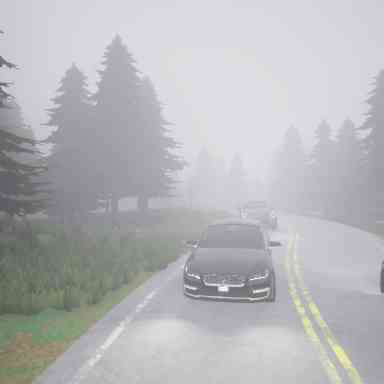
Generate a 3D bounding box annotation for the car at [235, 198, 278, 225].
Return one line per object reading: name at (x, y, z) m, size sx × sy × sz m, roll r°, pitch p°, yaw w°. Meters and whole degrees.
car at (3.872, 1.270, 20.363) m, size 2.097 × 1.767 × 4.553 m, roll -1°, pitch 0°, yaw 5°

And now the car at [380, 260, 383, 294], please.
car at (4.493, 1.308, 4.641) m, size 2.097 × 1.767 × 4.553 m, roll -1°, pitch 0°, yaw 8°

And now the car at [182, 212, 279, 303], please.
car at (1.089, 1.496, 8.410) m, size 1.837 × 1.490 × 4.892 m, roll -1°, pitch 0°, yaw 12°

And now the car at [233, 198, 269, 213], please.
car at (6.196, 1.410, 35.733) m, size 1.837 × 1.490 × 4.892 m, roll 2°, pitch -1°, yaw -16°

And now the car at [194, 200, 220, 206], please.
car at (1.910, 1.799, 44.858) m, size 1.812 × 1.442 × 4.674 m, roll 3°, pitch -5°, yaw -35°
